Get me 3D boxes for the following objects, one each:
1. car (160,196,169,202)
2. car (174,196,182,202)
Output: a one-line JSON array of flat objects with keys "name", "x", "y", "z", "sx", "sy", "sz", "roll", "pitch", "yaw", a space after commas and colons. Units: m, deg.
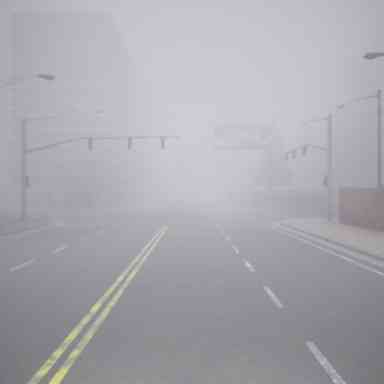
[{"name": "car", "x": -7.006, "y": 1.675, "z": 85.438, "sx": 1.882, "sy": 1.535, "sz": 5.008, "roll": 0, "pitch": 0, "yaw": 0}, {"name": "car", "x": -3.506, "y": 1.737, "z": 85.438, "sx": 2.033, "sy": 1.411, "sz": 5.357, "roll": 0, "pitch": 0, "yaw": 0}]
